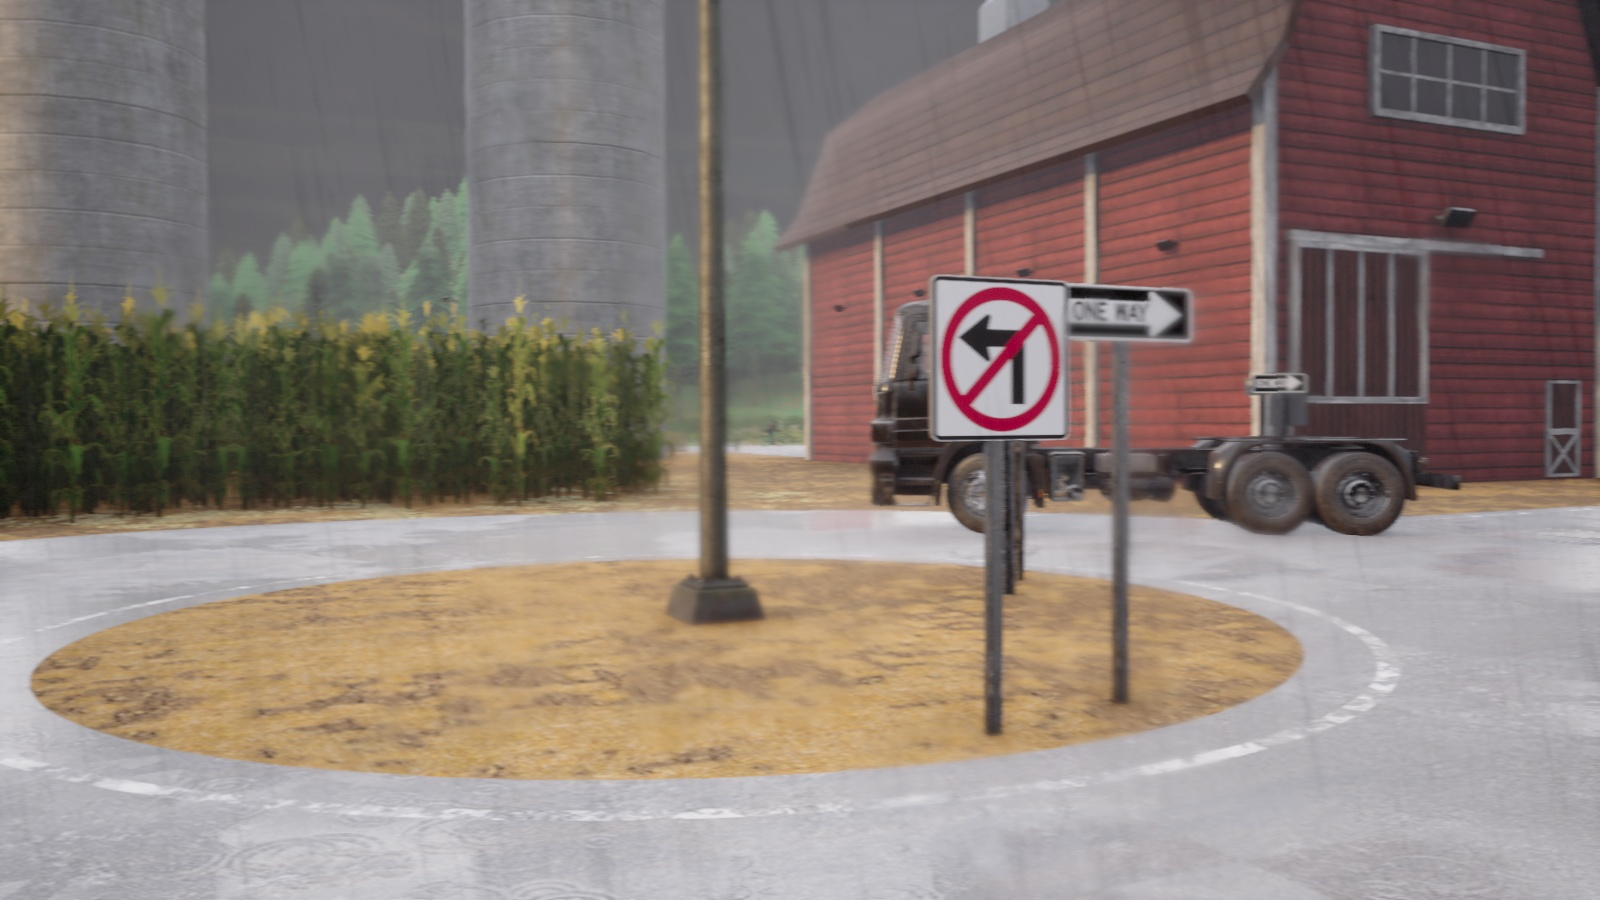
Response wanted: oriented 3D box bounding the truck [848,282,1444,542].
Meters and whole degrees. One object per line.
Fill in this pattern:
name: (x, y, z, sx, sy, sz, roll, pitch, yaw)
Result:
truck: (4.808, -0.547, 18.660, 7.936, 3.462, 2.891, 0, 1, 7)
